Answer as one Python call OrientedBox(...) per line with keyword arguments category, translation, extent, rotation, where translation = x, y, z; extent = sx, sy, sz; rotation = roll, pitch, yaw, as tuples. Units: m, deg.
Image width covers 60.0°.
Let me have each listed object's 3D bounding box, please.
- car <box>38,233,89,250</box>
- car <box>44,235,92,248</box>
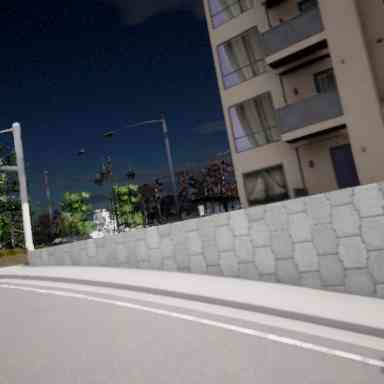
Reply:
OrientedBox(category="car", translation=(-12.337, 5.301, 32.581), extent=(2.150, 2.045, 5.566), rotation=(-14, -8, 35))
OrientedBox(category="car", translation=(-10.209, 4.893, 29.246), extent=(1.994, 1.385, 4.181), rotation=(-14, -8, 36))
